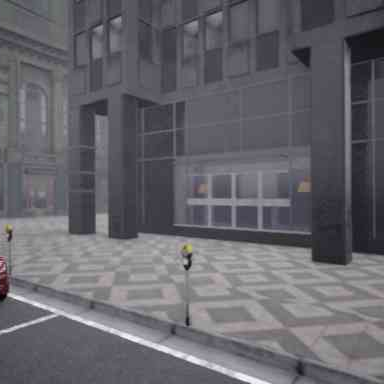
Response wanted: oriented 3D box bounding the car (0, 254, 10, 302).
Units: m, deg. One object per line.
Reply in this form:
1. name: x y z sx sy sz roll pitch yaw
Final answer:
1. car: -5.680 1.467 7.019 4.097 1.590 1.967 0 0 35
